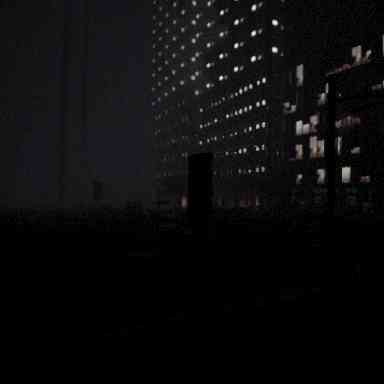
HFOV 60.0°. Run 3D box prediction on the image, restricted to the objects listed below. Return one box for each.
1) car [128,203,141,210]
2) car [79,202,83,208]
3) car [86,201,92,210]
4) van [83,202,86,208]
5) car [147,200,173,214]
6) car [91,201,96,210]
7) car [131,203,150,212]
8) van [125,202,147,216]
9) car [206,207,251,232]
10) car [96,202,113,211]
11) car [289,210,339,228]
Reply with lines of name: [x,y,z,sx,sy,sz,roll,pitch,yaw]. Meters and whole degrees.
car: [-12.560,3.128,72.535,1.802,1.307,4.206,0,-1,-26]
car: [-27.544,3.301,83.956,1.887,1.381,4.507,0,-1,-26]
car: [-20.075,2.957,68.828,1.887,1.381,4.507,0,-1,-26]
van: [-22.566,2.868,73.874,1.690,1.788,3.998,0,-1,-26]
car: [-4.661,2.263,50.575,2.150,2.045,5.566,1,-2,-25]
car: [-17.510,2.821,63.634,1.752,1.417,4.829,0,-1,-26]
car: [-9.378,2.728,60.044,1.882,1.535,5.008,1,-2,-26]
van: [-7.627,2.196,43.618,1.690,1.788,3.998,0,-1,-26]
car: [2.335,1.976,23.442,2.008,1.369,4.403,0,-1,-26]
car: [-15.095,2.737,58.742,2.008,1.369,4.403,0,-1,-26]
car: [9.849,2.109,27.149,2.008,1.369,4.403,0,-1,-26]
